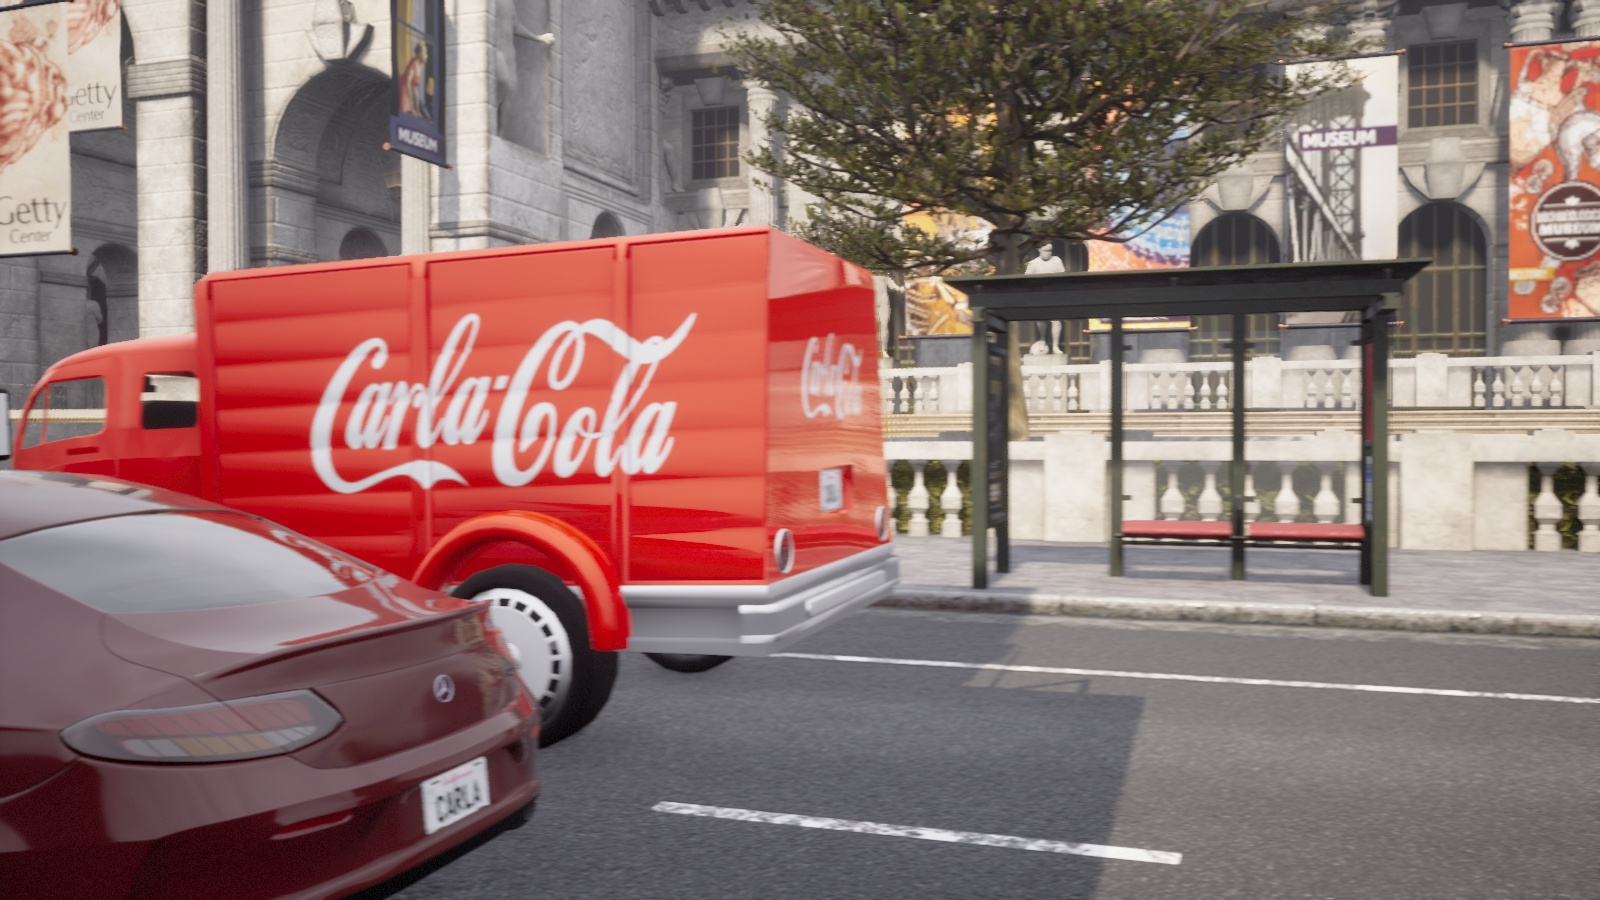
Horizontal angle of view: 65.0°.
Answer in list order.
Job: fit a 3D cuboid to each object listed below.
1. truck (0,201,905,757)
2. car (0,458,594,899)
[{"bbox_3d":[-2.246,0.181,7.637,5.204,2.467,2.627,-2,0,18],"label":"truck"},{"bbox_3d":[-3.225,0.772,4.279,4.674,1.442,1.812,1,1,19],"label":"car"}]
